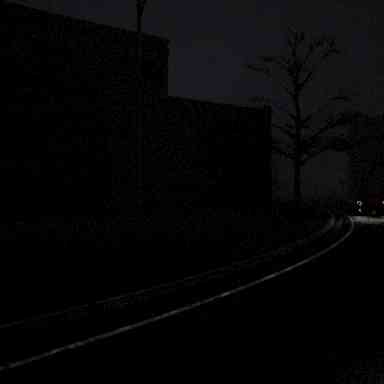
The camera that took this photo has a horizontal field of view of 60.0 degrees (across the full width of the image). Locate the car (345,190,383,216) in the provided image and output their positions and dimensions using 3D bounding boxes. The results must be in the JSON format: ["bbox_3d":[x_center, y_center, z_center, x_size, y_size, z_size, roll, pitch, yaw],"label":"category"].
[{"bbox_3d":[12.542,0.718,24.092,2.097,1.767,4.553,0,1,15],"label":"car"}]
